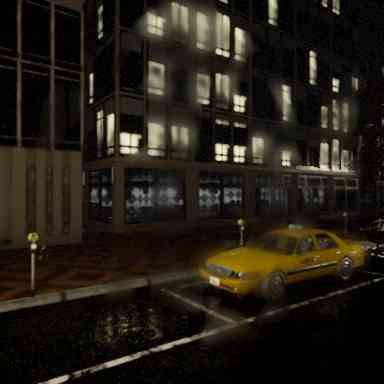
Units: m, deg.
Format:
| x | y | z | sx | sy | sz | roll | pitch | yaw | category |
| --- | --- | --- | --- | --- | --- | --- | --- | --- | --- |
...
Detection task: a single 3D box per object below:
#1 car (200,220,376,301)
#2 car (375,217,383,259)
| x | y | z | sx | sy | sz | roll | pitch | yaw | category |
| --- | --- | --- | --- | --- | --- | --- | --- | --- | --- |
| 2.433 | 1.522 | 8.296 | 4.829 | 1.417 | 1.752 | 0 | 0 | -36 | car |
| 7.205 | 1.544 | 11.704 | 4.403 | 1.369 | 2.008 | 0 | 0 | -36 | car |
